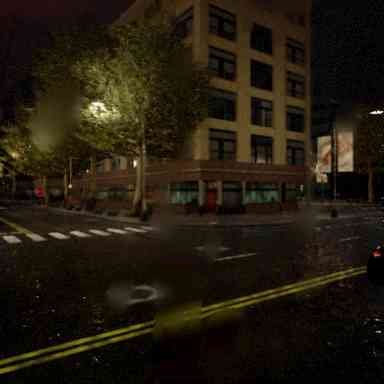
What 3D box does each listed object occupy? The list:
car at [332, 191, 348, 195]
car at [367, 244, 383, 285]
[{"bbox_3d":[37.612,1.029,87.274,2.002,1.452,4.674,0,0,-36],"label":"car"},{"bbox_3d":[6.142,1.530,8.140,4.181,1.385,1.994,0,0,-36],"label":"car"}]
